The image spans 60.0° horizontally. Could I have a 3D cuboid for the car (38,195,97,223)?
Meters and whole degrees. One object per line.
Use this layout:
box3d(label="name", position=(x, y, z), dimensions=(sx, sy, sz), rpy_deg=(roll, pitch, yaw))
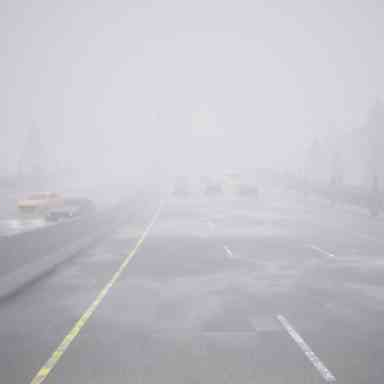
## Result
box3d(label="car", position=(-7.776, 1.060, 21.957), dimensions=(2.033, 1.411, 5.357), rpy_deg=(0, 4, -1))

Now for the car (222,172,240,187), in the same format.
box3d(label="car", position=(5.492, -1.845, 46.456), dimensions=(2.150, 2.045, 5.566), rpy_deg=(0, 7, -2))

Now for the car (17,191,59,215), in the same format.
box3d(label="car", position=(-11.352, 0.751, 25.194), dimensions=(1.882, 1.535, 5.008), rpy_deg=(0, 4, -2))

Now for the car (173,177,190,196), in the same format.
box3d(label="car", position=(-1.199, -0.452, 37.754), dimensions=(2.033, 1.411, 5.357), rpy_deg=(0, 7, -1))

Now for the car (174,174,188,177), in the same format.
box3d(label="car", position=(-1.532, -1.822, 48.101), dimensions=(1.882, 1.535, 5.008), rpy_deg=(0, 7, -1))

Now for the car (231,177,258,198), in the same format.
box3d(label="car", position=(5.899, -0.336, 36.468), dimensions=(1.882, 1.535, 5.008), rpy_deg=(0, 7, -2))

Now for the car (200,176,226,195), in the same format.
box3d(label="car", position=(2.344, -0.570, 38.253), dimensions=(1.882, 1.535, 5.008), rpy_deg=(0, 7, -2))

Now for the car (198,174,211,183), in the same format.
box3d(label="car", position=(2.012, -1.861, 48.529), dimensions=(1.882, 1.535, 5.008), rpy_deg=(0, 7, -2))
